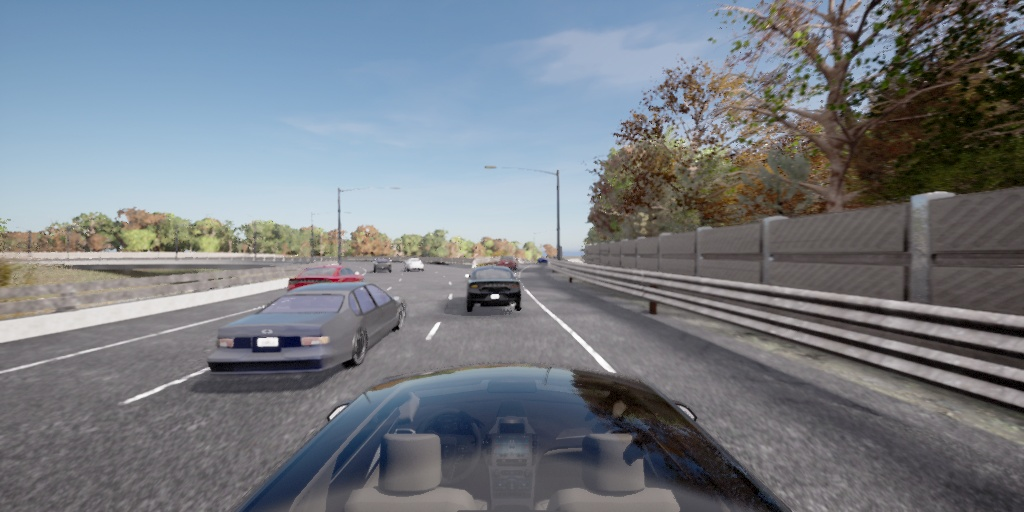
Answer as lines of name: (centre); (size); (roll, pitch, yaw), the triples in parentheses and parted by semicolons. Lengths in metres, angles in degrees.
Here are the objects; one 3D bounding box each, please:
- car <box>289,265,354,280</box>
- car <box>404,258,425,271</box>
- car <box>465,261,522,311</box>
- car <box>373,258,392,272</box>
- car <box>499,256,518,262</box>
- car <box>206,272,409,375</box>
car: (-8.119, 1.147, 16.120); (1.882, 1.535, 5.008); (0, 1, -8)
car: (-11.508, 0.976, 42.017); (1.812, 1.442, 4.674); (-1, 1, -22)
car: (-0.791, 1.119, 13.901); (1.882, 1.535, 5.008); (0, 1, -6)
car: (-14.531, 0.979, 40.186); (2.128, 1.511, 4.902); (-1, 1, -21)
car: (-0.414, 0.738, 40.998); (2.097, 1.767, 4.553); (0, 1, 5)
car: (-3.683, 1.266, 7.679); (2.033, 1.411, 5.357); (0, 1, -4)
